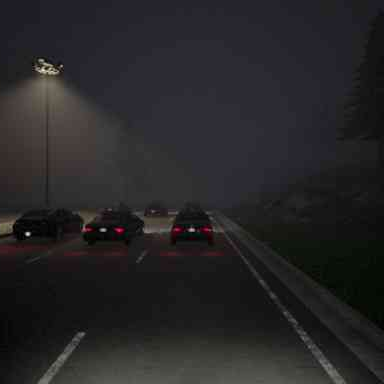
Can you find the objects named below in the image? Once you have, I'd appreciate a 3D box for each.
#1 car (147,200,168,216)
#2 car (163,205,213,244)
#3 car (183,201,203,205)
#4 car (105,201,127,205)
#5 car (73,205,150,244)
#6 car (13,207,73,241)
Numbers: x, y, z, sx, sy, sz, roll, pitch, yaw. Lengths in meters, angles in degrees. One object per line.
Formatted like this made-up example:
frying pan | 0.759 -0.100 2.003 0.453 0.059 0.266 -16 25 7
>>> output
car | -3.399 1.525 31.981 1.812 1.442 4.674 0 0 2
car | 0.011 1.548 15.650 2.033 1.411 5.357 0 0 0
car | 0.086 1.565 31.563 1.994 1.385 4.181 0 0 2
car | -6.965 1.548 30.638 2.033 1.411 5.357 0 0 1
car | -3.489 1.548 15.634 2.033 1.411 5.357 0 0 0
car | -6.980 1.507 16.627 1.837 1.490 4.892 0 1 0
